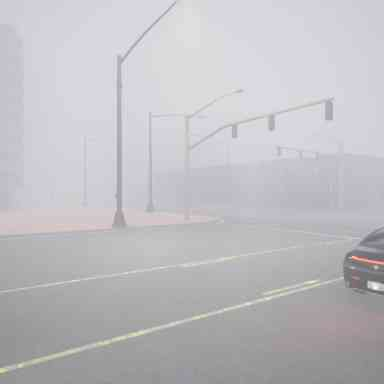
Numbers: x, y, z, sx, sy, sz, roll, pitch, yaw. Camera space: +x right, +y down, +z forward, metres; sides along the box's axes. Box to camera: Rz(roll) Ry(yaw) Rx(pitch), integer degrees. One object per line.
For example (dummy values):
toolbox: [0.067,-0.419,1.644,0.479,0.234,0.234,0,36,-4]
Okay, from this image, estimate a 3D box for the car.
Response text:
car: [5.399,1.505,7.590,4.892,1.490,1.837,0,0,-35]
